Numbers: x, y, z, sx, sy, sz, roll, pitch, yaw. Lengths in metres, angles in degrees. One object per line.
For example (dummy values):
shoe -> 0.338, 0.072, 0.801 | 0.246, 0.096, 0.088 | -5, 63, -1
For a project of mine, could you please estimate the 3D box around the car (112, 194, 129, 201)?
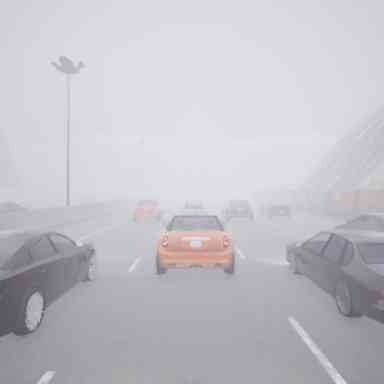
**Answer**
car -> -13.695, 1.404, 65.829 | 1.837, 1.490, 4.892 | 0, 0, 5

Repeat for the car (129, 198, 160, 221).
car -> -3.401, 1.311, 26.902 | 2.097, 1.767, 4.553 | 0, 0, 0

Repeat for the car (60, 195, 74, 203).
car -> -24.219, 1.411, 65.235 | 1.812, 1.442, 4.674 | 0, 0, 2

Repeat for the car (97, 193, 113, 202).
car -> -17.171, 1.128, 66.357 | 2.150, 2.045, 5.566 | 0, 0, 6

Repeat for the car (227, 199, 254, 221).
car -> 3.598, 1.314, 26.891 | 2.097, 1.767, 4.553 | 0, 0, 0

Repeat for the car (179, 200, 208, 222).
car -> 0.099, 1.452, 27.193 | 2.128, 1.511, 4.902 | 0, 0, 0

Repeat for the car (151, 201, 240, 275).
car -> 0.095, 1.336, 10.609 | 2.097, 1.767, 4.553 | 0, 0, 0

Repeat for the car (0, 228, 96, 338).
car -> -3.410, 1.467, 6.674 | 1.882, 1.535, 5.008 | 0, 0, 0

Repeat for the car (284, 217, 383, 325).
car -> 3.595, 1.538, 7.293 | 2.033, 1.411, 5.357 | 0, 0, 0

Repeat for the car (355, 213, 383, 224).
car -> 7.098, 1.509, 12.662 | 1.812, 1.442, 4.674 | 0, 0, 0

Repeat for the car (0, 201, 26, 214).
car -> -14.096, 1.437, 24.376 | 1.882, 1.535, 5.008 | 0, 0, 0

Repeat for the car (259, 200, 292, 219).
car -> 7.101, 1.438, 28.746 | 1.882, 1.535, 5.008 | 0, 0, 0

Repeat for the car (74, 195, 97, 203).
car -> -20.724, 1.393, 65.170 | 1.837, 1.490, 4.892 | 0, 0, 2
